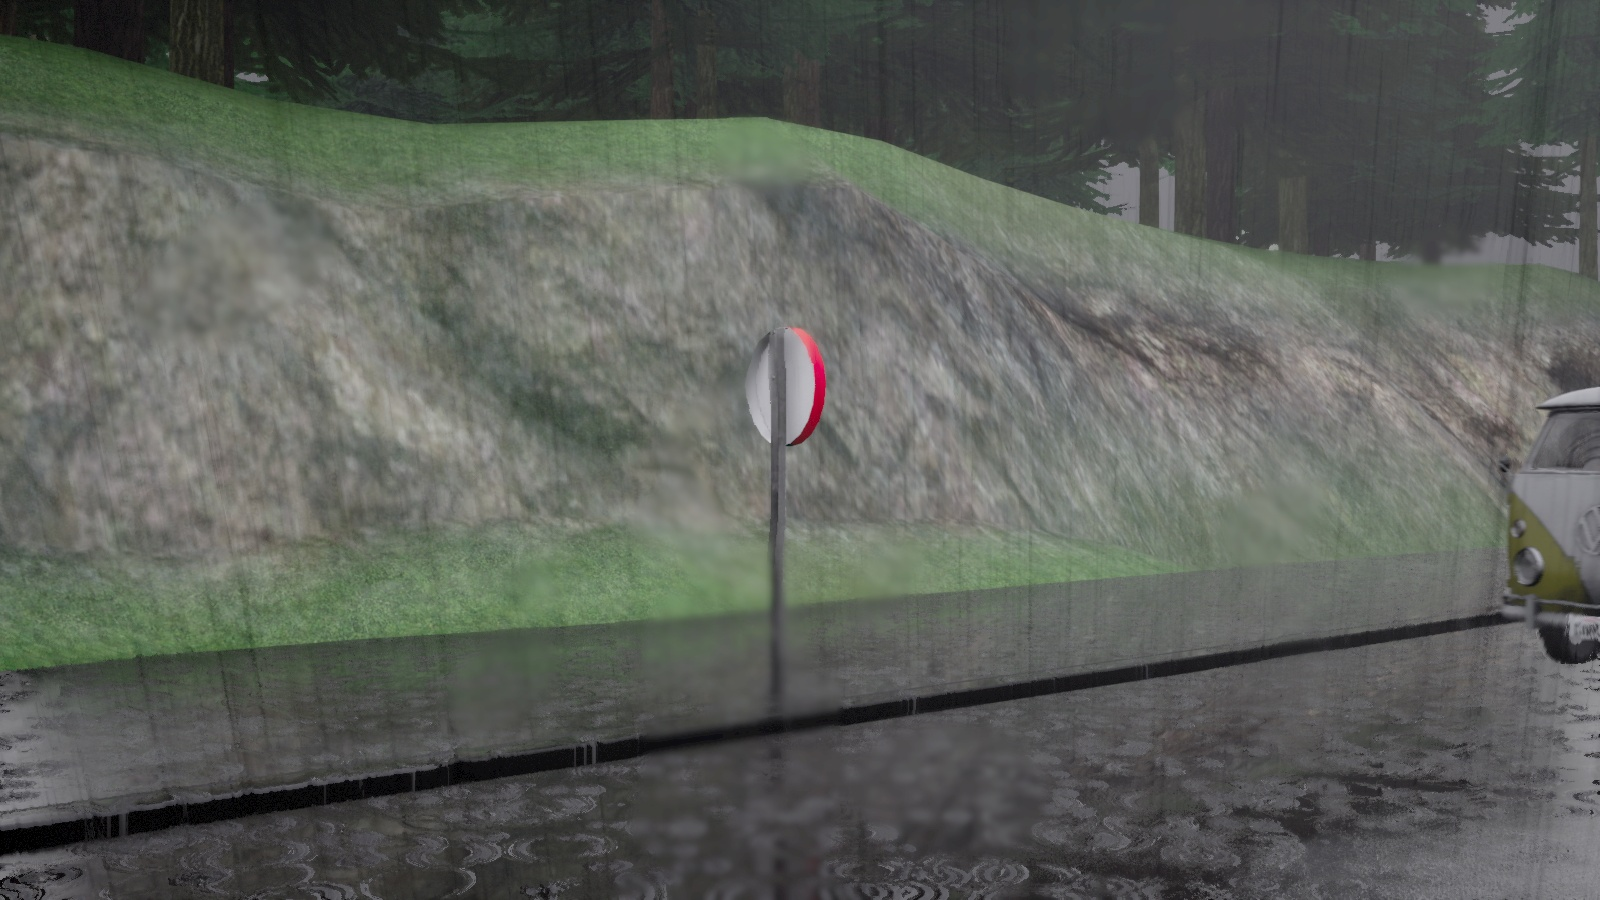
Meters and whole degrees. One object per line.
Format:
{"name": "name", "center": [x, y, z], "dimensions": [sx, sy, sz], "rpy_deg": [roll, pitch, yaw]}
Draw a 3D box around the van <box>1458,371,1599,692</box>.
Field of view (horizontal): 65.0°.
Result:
{"name": "van", "center": [6.875, 0.505, 8.920], "dimensions": [4.442, 1.987, 1.775], "rpy_deg": [0, 0, -30]}
